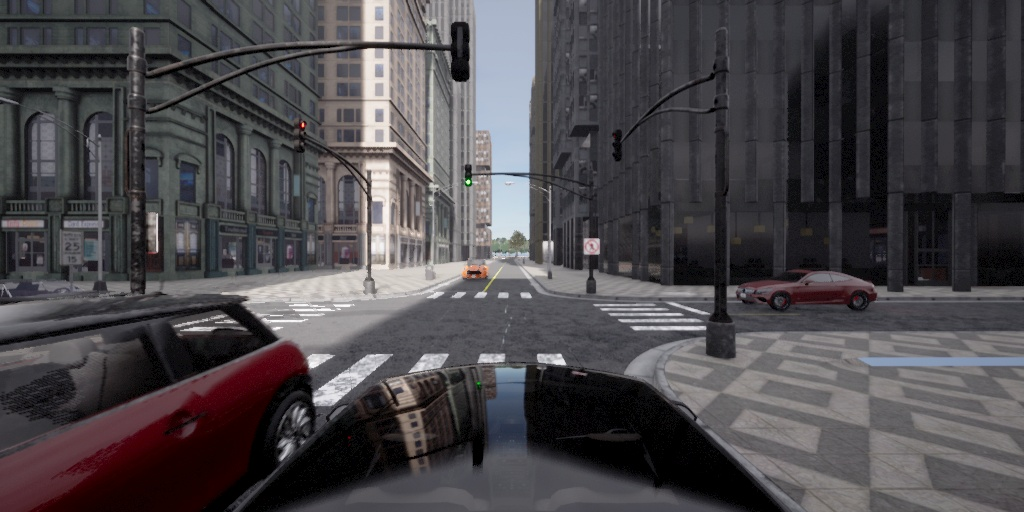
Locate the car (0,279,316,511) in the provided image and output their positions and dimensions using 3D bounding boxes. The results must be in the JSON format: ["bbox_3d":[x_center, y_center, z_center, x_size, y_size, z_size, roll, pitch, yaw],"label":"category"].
[{"bbox_3d":[-2.999,1.091,1.653,2.097,1.767,4.553,0,0,0],"label":"car"}]

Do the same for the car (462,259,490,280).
[{"bbox_3d":[-3.117,1.084,31.430,2.097,1.767,4.553,0,0,0],"label":"car"}]

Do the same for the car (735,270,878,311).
[{"bbox_3d":[11.130,1.243,13.676,4.674,1.442,1.812,0,0,-1],"label":"car"}]

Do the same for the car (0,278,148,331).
[{"bbox_3d":[-13.950,1.340,10.442,4.718,1.301,1.895,0,0,-1],"label":"car"}]
